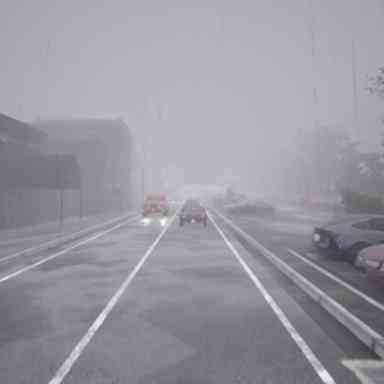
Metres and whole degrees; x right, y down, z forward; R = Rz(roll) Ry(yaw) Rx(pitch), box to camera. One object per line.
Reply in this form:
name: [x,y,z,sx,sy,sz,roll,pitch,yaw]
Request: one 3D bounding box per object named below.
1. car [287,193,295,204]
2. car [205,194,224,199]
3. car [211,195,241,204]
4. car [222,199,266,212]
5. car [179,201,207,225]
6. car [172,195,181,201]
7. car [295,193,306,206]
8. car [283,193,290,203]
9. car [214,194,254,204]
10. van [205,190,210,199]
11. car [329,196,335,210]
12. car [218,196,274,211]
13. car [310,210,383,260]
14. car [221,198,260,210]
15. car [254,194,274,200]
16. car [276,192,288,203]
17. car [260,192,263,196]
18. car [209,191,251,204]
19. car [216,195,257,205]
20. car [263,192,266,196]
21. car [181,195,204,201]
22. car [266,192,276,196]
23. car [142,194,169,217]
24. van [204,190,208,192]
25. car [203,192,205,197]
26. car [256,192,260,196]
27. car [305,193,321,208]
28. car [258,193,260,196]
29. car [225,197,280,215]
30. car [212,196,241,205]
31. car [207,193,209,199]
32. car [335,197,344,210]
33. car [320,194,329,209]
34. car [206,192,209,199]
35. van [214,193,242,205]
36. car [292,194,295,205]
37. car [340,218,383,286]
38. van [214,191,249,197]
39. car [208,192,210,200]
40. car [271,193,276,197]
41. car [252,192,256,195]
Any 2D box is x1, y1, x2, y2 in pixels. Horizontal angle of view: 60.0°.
car: [19.146,1.440,55.672,5.008,1.535,2.097,0,0,0]
car: [6.146,1.267,91.876,5.008,1.535,2.097,0,0,0]
car: [6.258,1.415,61.259,5.366,1.575,1.946,0,0,0]
car: [6.053,1.531,38.993,4.792,1.488,2.163,0,0,0]
car: [0.084,1.609,24.137,1.895,1.301,4.718,0,0,0]
car: [-3.332,1.384,73.941,1.994,1.385,4.181,0,0,0]
car: [19.157,1.209,50.227,5.566,2.045,2.435,0,0,0]
car: [19.117,1.459,58.459,4.792,1.488,2.163,0,0,0]
car: [6.036,1.472,47.343,4.892,1.521,2.231,0,0,0]
van: [5.992,1.117,78.021,4.442,1.987,1.878,0,0,0]
car: [19.135,1.376,39.088,4.553,1.767,2.185,0,0,0]
car: [5.832,1.509,36.211,5.366,1.575,1.946,0,0,0]
car: [6.180,1.443,10.233,4.792,1.488,2.163,0,0,0]
car: [6.033,1.532,41.777,4.674,1.452,2.002,0,0,0]
car: [19.242,1.313,89.095,4.792,1.488,2.163,0,0,0]
car: [19.190,1.281,64.027,4.553,1.767,2.185,0,0,0]
car: [19.184,1.343,77.953,5.008,1.535,2.097,0,0,0]
car: [6.026,1.199,52.909,5.566,2.045,2.435,0,0,0]
car: [6.007,1.511,44.560,4.792,1.488,2.163,0,0,0]
car: [19.151,1.231,75.168,4.553,1.767,2.185,0,0,0]
car: [0.060,1.450,41.862,2.128,1.511,4.902,0,0,0]
car: [19.143,1.131,69.596,5.566,2.045,2.435,0,0,0]
car: [-3.376,1.210,31.823,2.150,2.045,5.566,0,0,0]
van: [6.263,1.026,94.658,4.442,1.987,1.878,0,0,0]
car: [6.129,1.284,89.093,5.008,1.535,2.097,0,0,0]
car: [19.170,1.189,83.522,4.553,1.767,2.185,0,0,0]
car: [19.091,1.345,47.318,4.553,1.767,2.185,0,0,0]
car: [19.198,1.369,80.738,4.674,1.452,2.002,0,0,0]
car: [6.027,1.562,33.569,4.674,1.452,2.002,1,0,1]
car: [6.060,1.430,58.476,4.892,1.521,2.231,0,0,0]
car: [6.094,1.423,69.610,4.674,1.452,2.002,0,0,0]
car: [19.126,1.261,36.178,5.566,2.045,2.435,0,0,0]
car: [19.142,1.366,41.873,4.553,1.767,2.185,0,0,0]
car: [6.074,1.386,75.176,4.792,1.488,2.163,0,0,0]
van: [5.944,1.214,55.692,4.442,1.987,1.878,0,0,0]
car: [19.320,1.447,53.012,5.366,1.575,1.946,0,0,0]
car: [6.140,1.458,7.407,4.674,1.452,2.002,0,0,0]
van: [5.932,1.234,50.250,4.442,1.987,1.878,0,0,0]
car: [6.054,1.270,66.826,4.553,1.767,2.185,0,0,0]
car: [19.171,1.396,66.813,4.892,1.521,2.231,0,0,0]
car: [19.180,1.048,86.306,5.566,2.045,2.435,0,0,0]
